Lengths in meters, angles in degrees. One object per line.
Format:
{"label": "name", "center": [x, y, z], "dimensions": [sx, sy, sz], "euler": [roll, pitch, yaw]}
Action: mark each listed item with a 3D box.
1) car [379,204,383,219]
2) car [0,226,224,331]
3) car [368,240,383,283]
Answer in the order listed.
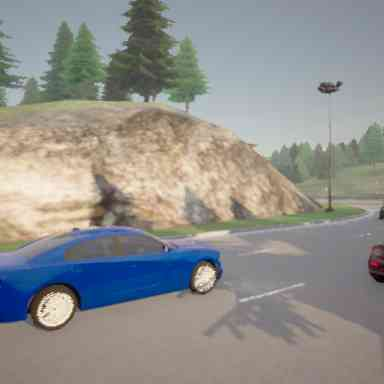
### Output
{"label": "car", "center": [15.537, 1.294, 25.189], "dimensions": [1.812, 1.442, 4.674], "euler": [1, 1, 40]}
{"label": "car", "center": [-1.568, 1.455, 6.929], "dimensions": [5.008, 1.535, 1.882], "euler": [-1, 0, -36]}
{"label": "car", "center": [6.079, 1.445, 8.087], "dimensions": [4.674, 1.442, 1.812], "euler": [-1, 0, -36]}
